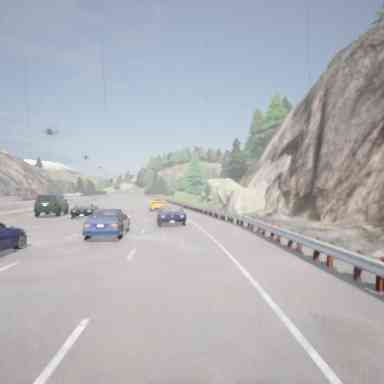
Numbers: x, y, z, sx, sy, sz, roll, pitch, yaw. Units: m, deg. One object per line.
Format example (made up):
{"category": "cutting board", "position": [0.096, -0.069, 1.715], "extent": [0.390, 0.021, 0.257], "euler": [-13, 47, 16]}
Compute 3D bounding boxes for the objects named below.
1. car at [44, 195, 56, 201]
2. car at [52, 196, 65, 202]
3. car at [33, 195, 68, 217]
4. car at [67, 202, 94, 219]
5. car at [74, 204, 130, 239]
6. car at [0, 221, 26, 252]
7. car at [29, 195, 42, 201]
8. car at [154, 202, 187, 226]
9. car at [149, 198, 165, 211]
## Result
{"category": "car", "position": [-36.696, 1.559, 85.924], "extent": [1.812, 1.442, 4.674], "euler": [0, 0, -10]}
{"category": "car", "position": [-32.184, 1.621, 80.183], "extent": [1.994, 1.385, 4.181], "euler": [0, 0, -10]}
{"category": "car", "position": [-13.372, 1.254, 31.921], "extent": [2.150, 2.045, 5.566], "euler": [0, 0, -9]}
{"category": "car", "position": [-9.499, 1.625, 29.807], "extent": [1.895, 1.301, 4.718], "euler": [0, 0, -9]}
{"category": "car", "position": [-4.342, 1.559, 17.388], "extent": [2.033, 1.411, 5.357], "euler": [0, 0, -6]}
{"category": "car", "position": [-7.396, 1.543, 11.289], "extent": [1.812, 1.442, 4.674], "euler": [0, 0, -3]}
{"category": "car", "position": [-40.148, 1.520, 85.345], "extent": [1.882, 1.535, 5.008], "euler": [0, 0, -10]}
{"category": "car", "position": [-1.524, 1.607, 23.482], "extent": [1.895, 1.301, 4.718], "euler": [0, 0, -7]}
{"category": "car", "position": [-4.306, 1.492, 41.458], "extent": [1.882, 1.535, 5.008], "euler": [0, 0, -9]}
